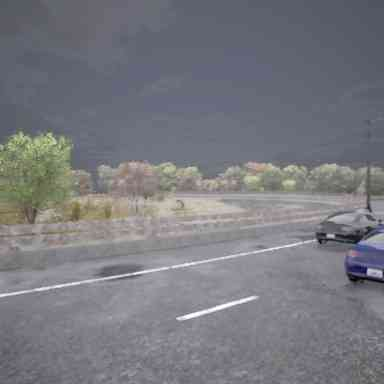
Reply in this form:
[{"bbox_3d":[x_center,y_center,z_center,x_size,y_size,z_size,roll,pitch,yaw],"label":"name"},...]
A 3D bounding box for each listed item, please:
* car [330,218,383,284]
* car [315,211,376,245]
[{"bbox_3d":[5.603,1.540,8.508,4.674,1.442,1.812,0,0,-41],"label":"car"},{"bbox_3d":[7.102,1.554,14.579,4.674,1.442,1.812,0,0,-43],"label":"car"}]
